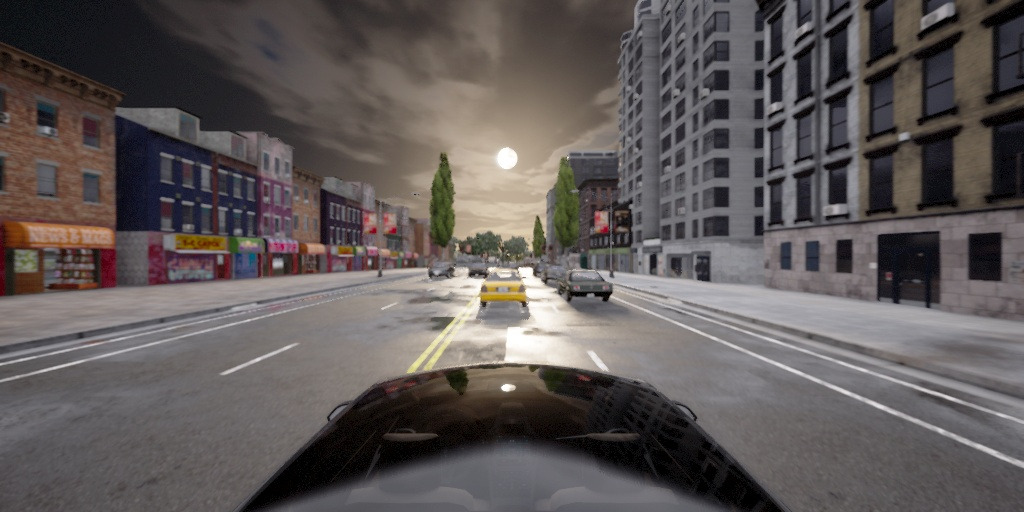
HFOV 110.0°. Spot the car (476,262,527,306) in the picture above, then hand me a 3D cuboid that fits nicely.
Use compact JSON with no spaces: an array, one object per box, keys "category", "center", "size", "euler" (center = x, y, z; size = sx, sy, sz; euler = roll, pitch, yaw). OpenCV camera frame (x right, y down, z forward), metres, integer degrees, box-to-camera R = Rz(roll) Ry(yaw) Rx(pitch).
[{"category":"car","center":[-0.296,1.196,15.504],"size":[1.801,1.575,5.366],"euler":[0,0,0]}]

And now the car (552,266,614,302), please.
[{"category":"car","center":[3.253,1.344,16.979],"size":[1.895,1.301,4.718],"euler":[0,0,0]}]

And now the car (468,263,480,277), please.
[{"category":"car","center":[-3.344,1.419,36.753],"size":[2.033,1.411,5.357],"euler":[0,-1,0]}]

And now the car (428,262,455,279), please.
[{"category":"car","center":[-6.595,1.335,33.953],"size":[2.128,1.511,4.902],"euler":[0,-1,0]}]

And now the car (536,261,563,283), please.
[{"category":"car","center":[3.254,1.342,27.953],"size":[2.033,1.411,5.357],"euler":[0,0,0]}]

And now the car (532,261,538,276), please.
[{"category":"car","center":[3.255,1.328,38.958],"size":[2.033,1.649,4.856],"euler":[0,-1,0]}]
